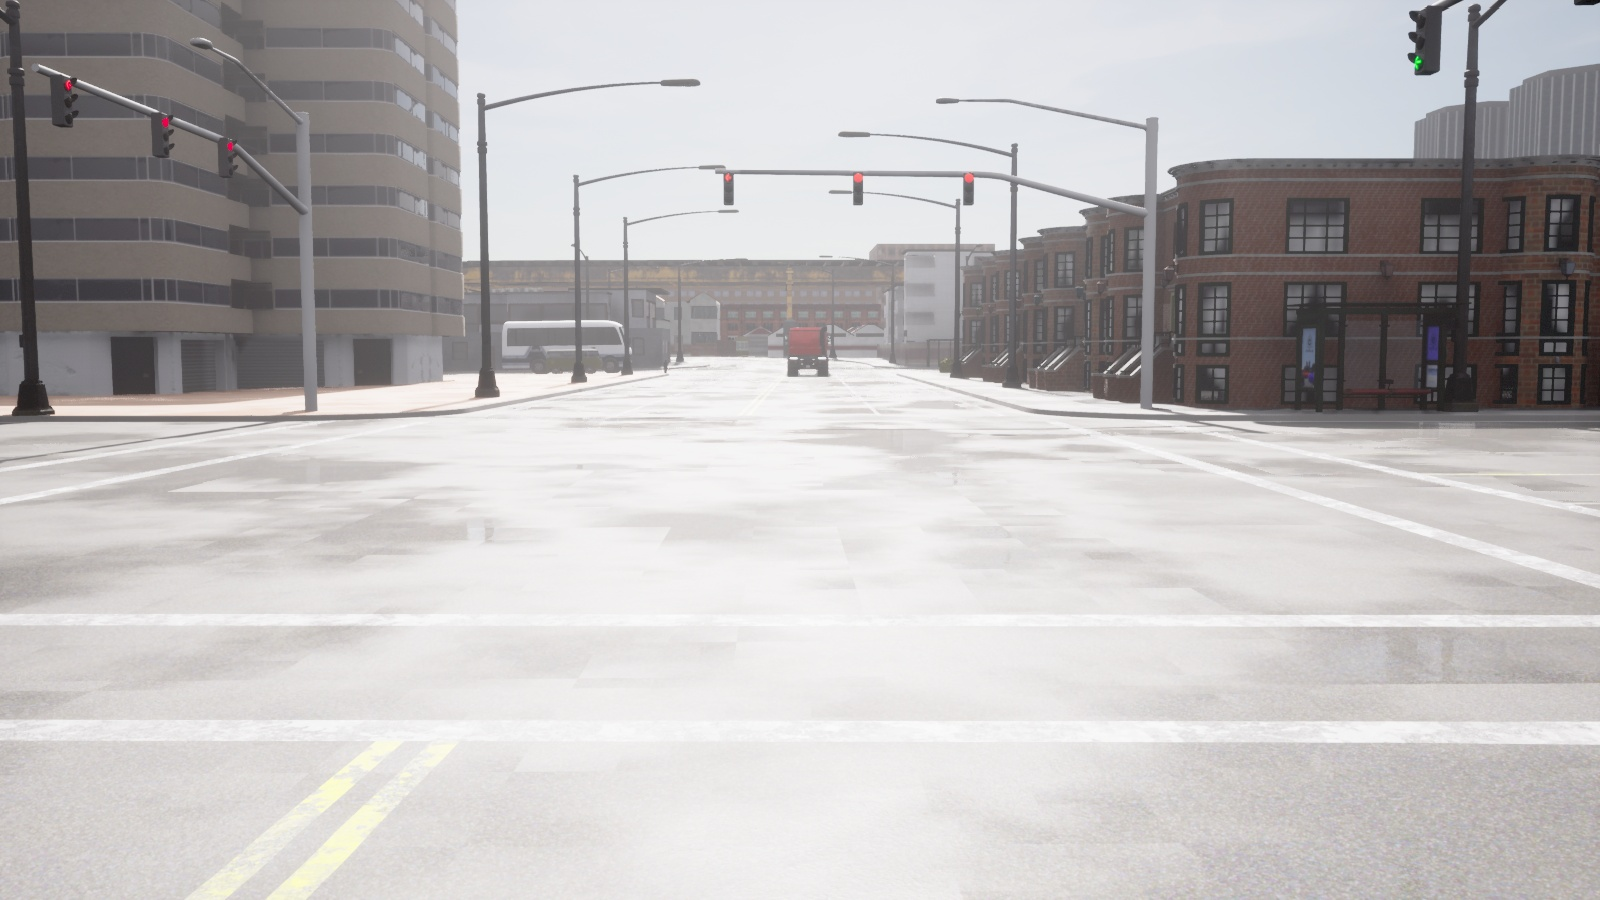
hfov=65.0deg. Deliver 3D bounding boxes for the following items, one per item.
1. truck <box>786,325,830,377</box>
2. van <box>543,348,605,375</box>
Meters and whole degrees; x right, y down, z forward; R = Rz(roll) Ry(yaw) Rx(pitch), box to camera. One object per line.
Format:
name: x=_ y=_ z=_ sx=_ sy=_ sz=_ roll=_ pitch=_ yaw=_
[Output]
truck: x=0.559 y=-6.930 z=87.771 sx=2.891 sy=3.462 sz=7.936 roll=0 pitch=5 yaw=0
van: x=-17.370 y=-6.816 z=96.777 sx=4.442 sy=1.987 sz=1.775 roll=-1 pitch=4 yaw=-1
